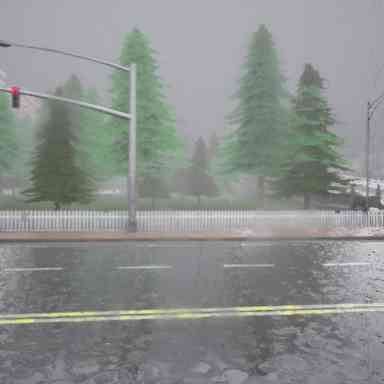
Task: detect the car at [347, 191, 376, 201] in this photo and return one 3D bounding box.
[{"bbox_3d":[24.768,0.634,49.896,1.895,1.301,4.718,0,5,-7],"label":"car"}]
